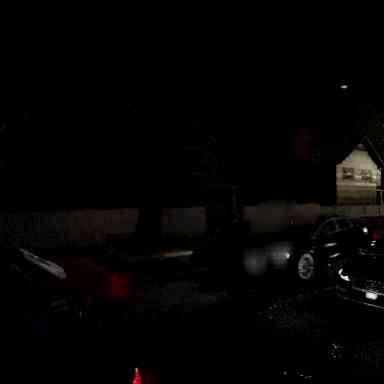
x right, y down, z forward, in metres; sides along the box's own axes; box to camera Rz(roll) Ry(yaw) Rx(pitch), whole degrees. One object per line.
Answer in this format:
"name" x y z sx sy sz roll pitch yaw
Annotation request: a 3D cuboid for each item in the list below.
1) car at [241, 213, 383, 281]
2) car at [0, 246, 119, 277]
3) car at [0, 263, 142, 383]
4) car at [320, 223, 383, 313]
"car" 3.600 1.461 10.126 4.902 1.511 2.128 -4 3 -35
"car" -3.639 1.601 5.068 4.718 1.301 1.895 0 0 -36
"car" -2.360 1.560 1.991 4.181 1.385 1.994 0 0 -35
"car" 5.058 1.556 7.184 4.892 1.490 1.837 0 0 -36
